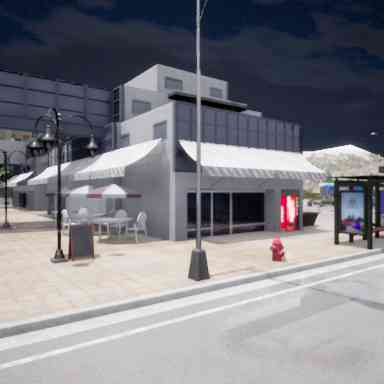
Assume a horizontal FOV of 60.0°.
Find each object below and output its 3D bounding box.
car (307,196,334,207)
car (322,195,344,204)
[{"bbox_3d":[19.184,1.339,48.811,5.027,1.636,2.152,0,0,-36],"label":"car"},{"bbox_3d":[28.470,1.481,66.923,4.514,1.523,2.007,0,0,-36],"label":"car"}]
